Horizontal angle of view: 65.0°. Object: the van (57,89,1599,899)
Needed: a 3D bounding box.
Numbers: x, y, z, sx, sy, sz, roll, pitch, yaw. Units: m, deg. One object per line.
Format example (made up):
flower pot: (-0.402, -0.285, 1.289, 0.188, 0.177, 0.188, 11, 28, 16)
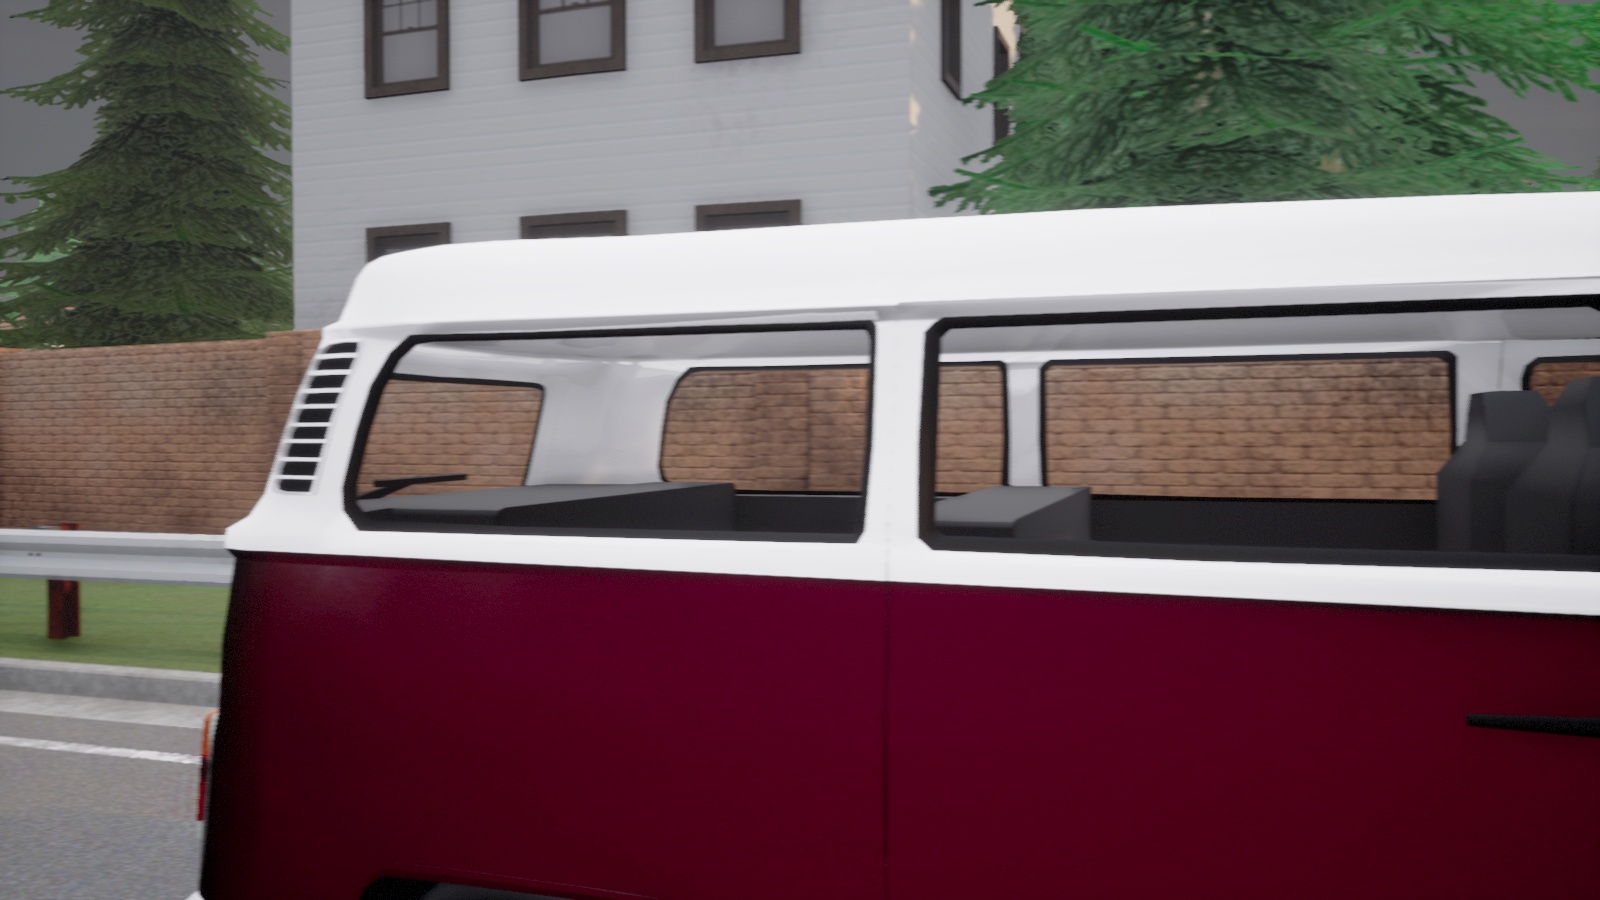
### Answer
van: (0.911, 0.508, 2.883, 4.480, 2.038, 2.069, 0, 1, 19)
